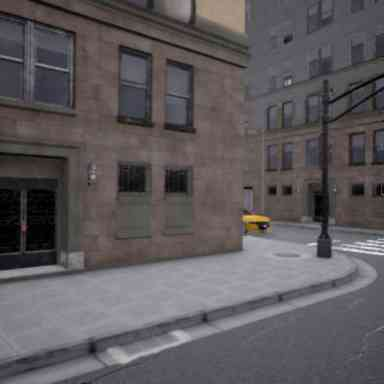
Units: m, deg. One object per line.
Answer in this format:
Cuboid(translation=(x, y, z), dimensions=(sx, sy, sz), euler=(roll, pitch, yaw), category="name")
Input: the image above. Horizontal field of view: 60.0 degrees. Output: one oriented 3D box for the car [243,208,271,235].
Cuboid(translation=(2.606, 1.631, 20.467), dimensions=(1.882, 1.535, 5.008), euler=(1, -1, -36), category="car")
